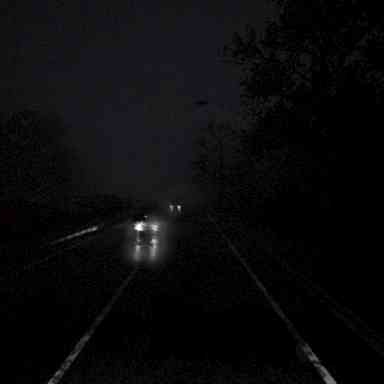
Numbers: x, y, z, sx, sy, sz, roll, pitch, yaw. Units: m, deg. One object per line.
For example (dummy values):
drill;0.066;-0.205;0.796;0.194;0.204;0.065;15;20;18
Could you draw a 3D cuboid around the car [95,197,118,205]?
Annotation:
car;-23.355;2.390;91.042;5.566;2.045;2.435;0;-2;0

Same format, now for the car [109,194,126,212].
car;-10.327;1.284;35.494;5.566;2.045;2.435;0;-1;0

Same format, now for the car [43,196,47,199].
car;-23.363;1.740;46.731;5.008;1.535;2.097;0;-1;0

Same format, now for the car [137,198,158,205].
car;-10.291;2.178;77.125;4.553;1.767;2.185;0;-1;0

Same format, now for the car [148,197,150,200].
car;-10.285;1.945;57.695;4.892;1.521;2.231;0;-1;0

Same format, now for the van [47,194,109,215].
van;-10.188;1.281;29.957;4.442;1.987;1.878;0;0;0

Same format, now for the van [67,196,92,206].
van;-23.231;1.922;68.893;4.442;1.987;1.878;0;-1;0

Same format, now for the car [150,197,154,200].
car;-10.090;1.992;60.471;5.366;1.575;1.946;0;-1;0

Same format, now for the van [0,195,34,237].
van;-10.434;1.249;16.077;4.442;1.987;1.878;0;0;0

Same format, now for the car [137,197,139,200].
car;-10.257;1.614;46.595;4.553;1.767;2.185;0;-1;0

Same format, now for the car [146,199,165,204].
car;-10.251;2.718;93.766;4.892;1.521;2.231;0;-2;0

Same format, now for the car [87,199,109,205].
car;-23.364;2.450;82.603;4.792;1.488;2.163;0;-1;0

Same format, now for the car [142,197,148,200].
car;-10.098;1.839;52.144;5.366;1.575;1.946;0;-1;0

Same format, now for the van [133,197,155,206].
van;-10.382;1.973;71.578;4.442;1.987;1.878;0;-1;0

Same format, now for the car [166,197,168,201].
car;-10.062;2.639;90.991;5.366;1.575;1.946;0;-2;0

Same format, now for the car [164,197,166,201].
car;-10.067;2.487;85.320;5.366;1.575;1.946;0;-2;0

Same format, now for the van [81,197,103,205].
van;-23.231;2.078;77.218;4.442;1.987;1.878;0;-1;0

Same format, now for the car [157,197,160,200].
car;-10.292;2.280;74.350;4.792;1.488;2.163;0;-1;0

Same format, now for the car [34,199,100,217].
car;-10.310;1.541;27.181;4.674;1.452;2.002;0;0;0

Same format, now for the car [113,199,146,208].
car;-10.275;1.894;54.920;4.892;1.521;2.231;0;-1;0

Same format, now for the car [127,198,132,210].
car;-10.297;1.677;41.040;4.674;1.452;2.002;0;-1;0

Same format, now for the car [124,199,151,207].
car;-10.244;2.075;63.246;4.792;1.488;2.163;0;-1;0

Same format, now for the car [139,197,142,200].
car;-10.255;1.665;49.370;4.553;1.767;2.185;0;-1;0

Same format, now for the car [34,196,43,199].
car;-23.343;1.436;43.841;5.566;2.045;2.435;0;-1;0

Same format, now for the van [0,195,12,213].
van;-23.493;1.362;38.426;4.442;1.987;1.878;0;-1;0

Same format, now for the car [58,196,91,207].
car;-23.322;1.846;66.125;5.566;2.045;2.435;0;-1;0

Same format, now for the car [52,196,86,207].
car;-23.325;1.795;63.355;5.566;2.045;2.435;0;-1;0

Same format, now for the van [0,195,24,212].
van;-23.490;1.410;41.071;4.442;1.987;1.878;0;-1;0

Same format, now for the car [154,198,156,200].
car;-10.241;2.127;66.022;4.792;1.488;2.163;0;-1;0

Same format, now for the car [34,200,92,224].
car;-10.280;1.524;24.403;4.792;1.488;2.163;0;0;0

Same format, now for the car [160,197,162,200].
car;-10.251;2.362;79.902;4.892;1.521;2.231;0;-1;0

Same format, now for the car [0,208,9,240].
car;-10.323;1.509;13.300;4.674;1.452;2.002;0;0;0

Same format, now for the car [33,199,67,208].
car;-23.363;1.931;54.915;4.674;1.452;2.002;0;-1;0

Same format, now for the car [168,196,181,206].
car;-3.270;2.120;67.311;1.837;1.490;4.892;0;-1;0

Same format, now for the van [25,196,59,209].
van;-23.480;1.614;52.149;4.442;1.987;1.878;0;-1;0

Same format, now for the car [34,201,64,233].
car;-10.320;1.481;18.852;5.008;1.535;2.097;0;0;0

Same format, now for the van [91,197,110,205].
van;-23.449;2.264;85.380;4.442;1.987;1.878;0;-1;0

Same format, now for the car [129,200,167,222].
car;-3.337;1.596;25.995;1.994;1.385;4.181;0;0;0

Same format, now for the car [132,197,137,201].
car;-10.286;1.688;43.817;5.008;1.535;2.097;0;-1;0

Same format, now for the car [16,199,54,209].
car;-23.364;1.831;49.501;4.674;1.452;2.002;0;-1;0

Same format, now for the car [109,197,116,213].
car;-10.331;1.543;32.739;4.792;1.488;2.163;0;-1;0

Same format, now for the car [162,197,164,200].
car;-10.440;2.421;82.669;5.366;1.575;1.946;0;-1;0
